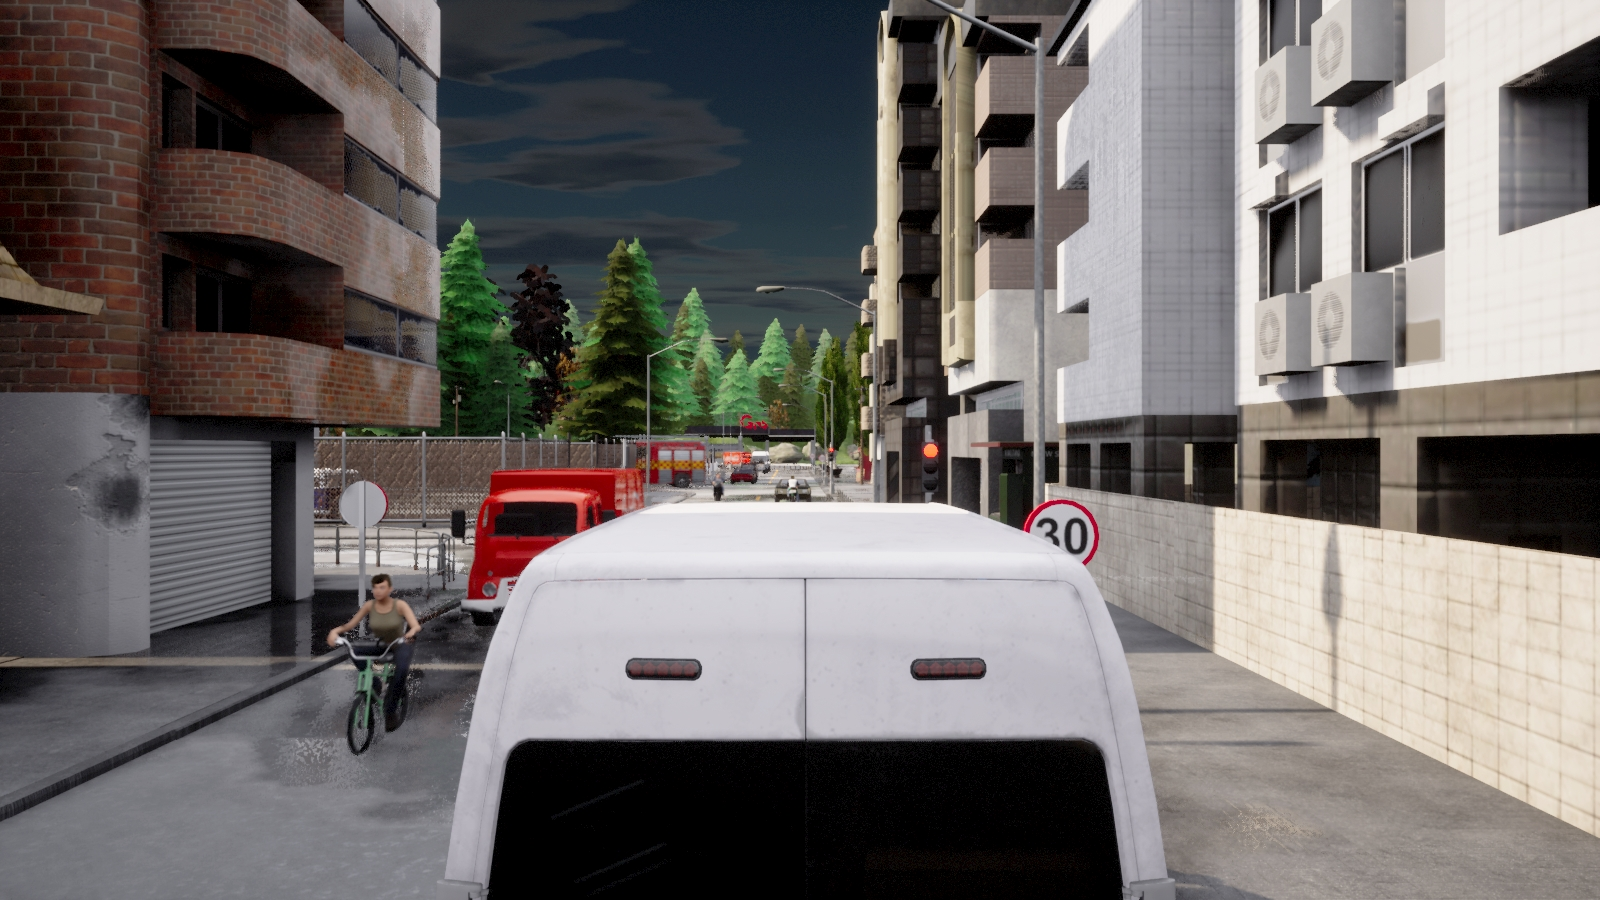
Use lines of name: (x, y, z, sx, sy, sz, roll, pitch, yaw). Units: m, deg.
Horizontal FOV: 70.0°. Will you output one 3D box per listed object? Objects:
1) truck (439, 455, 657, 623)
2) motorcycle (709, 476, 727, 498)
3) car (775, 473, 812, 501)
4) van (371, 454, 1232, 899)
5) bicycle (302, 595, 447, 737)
truck: (-4.086, 1.340, 19.626, 2.627, 2.467, 5.204, 0, 0, 0)
motorcycle: (-4.398, 1.969, 61.289, 0.803, 1.145, 2.033, 0, 0, 0)
car: (-0.339, 1.912, 60.159, 1.895, 1.301, 4.718, 0, 0, 0)
van: (-0.009, 1.312, 5.597, 1.988, 2.561, 5.915, 0, 0, 0)
bicycle: (-4.048, 2.031, 10.994, 0.859, 1.080, 1.487, 0, 0, -1)
